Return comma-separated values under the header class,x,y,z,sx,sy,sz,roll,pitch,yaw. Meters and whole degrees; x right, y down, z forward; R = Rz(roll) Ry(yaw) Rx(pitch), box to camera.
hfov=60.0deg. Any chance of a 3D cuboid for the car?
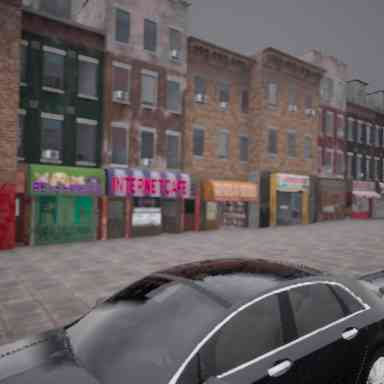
class,x,y,z,sx,sy,sz,roll,pitch,yaw
car,0.183,1.507,3.188,4.892,1.490,1.837,0,0,-35
